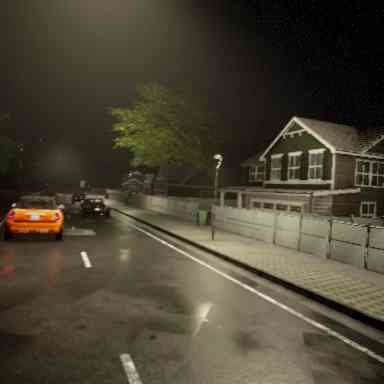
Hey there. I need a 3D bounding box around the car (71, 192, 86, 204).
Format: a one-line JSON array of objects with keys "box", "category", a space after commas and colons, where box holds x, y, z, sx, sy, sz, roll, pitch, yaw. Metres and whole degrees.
[{"box": [-13.680, 0.726, 40.601, 2.033, 1.411, 5.357, 3, 0, -22], "category": "car"}]

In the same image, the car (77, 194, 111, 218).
[{"box": [-7.412, 1.129, 25.294, 1.994, 1.385, 4.181, 3, 0, -22], "category": "car"}]

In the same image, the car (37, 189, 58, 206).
[{"box": [-15.520, 0.552, 35.940, 1.882, 1.535, 5.008, 3, 0, -22], "category": "car"}]

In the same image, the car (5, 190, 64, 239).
[{"box": [-6.889, 0.957, 14.877, 2.097, 1.767, 4.553, 3, 0, -22], "category": "car"}]
